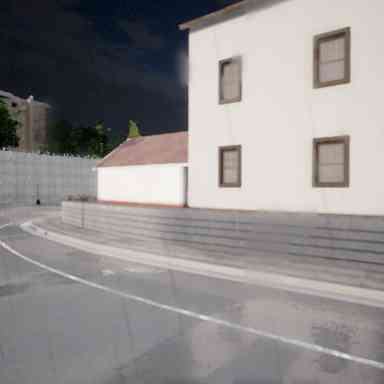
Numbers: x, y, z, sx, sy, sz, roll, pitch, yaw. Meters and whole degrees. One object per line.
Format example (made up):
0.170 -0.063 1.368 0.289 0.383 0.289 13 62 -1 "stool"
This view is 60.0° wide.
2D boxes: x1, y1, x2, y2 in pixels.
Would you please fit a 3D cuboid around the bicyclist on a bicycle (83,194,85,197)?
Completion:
-12.612 1.080 37.503 1.656 1.620 0.582 0 0 3 "bicyclist on a bicycle"

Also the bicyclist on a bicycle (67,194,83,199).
-11.993 1.101 32.989 1.656 1.620 0.582 0 1 -44 "bicyclist on a bicycle"

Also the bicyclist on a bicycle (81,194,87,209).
-12.449 1.078 38.335 0.582 1.620 1.656 0 0 -17 "bicyclist on a bicycle"

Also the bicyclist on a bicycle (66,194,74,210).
-13.365 1.141 36.451 0.582 1.620 1.656 -5 -4 -23 "bicyclist on a bicycle"
